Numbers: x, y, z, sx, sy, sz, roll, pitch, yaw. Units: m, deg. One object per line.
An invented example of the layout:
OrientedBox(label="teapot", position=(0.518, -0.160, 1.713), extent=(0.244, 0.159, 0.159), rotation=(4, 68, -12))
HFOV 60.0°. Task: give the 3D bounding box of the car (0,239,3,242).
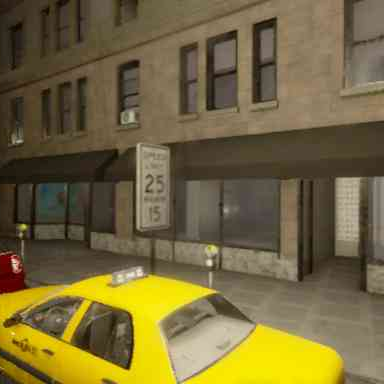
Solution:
OrientedBox(label="car", position=(-5.261, 1.428, 6.835), extent=(4.097, 1.590, 1.967), rotation=(0, 0, 36))

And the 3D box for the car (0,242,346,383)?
OrientedBox(label="car", position=(-0.902, 1.521, 3.724), extent=(4.829, 1.417, 1.752), rotation=(0, 0, 36))
